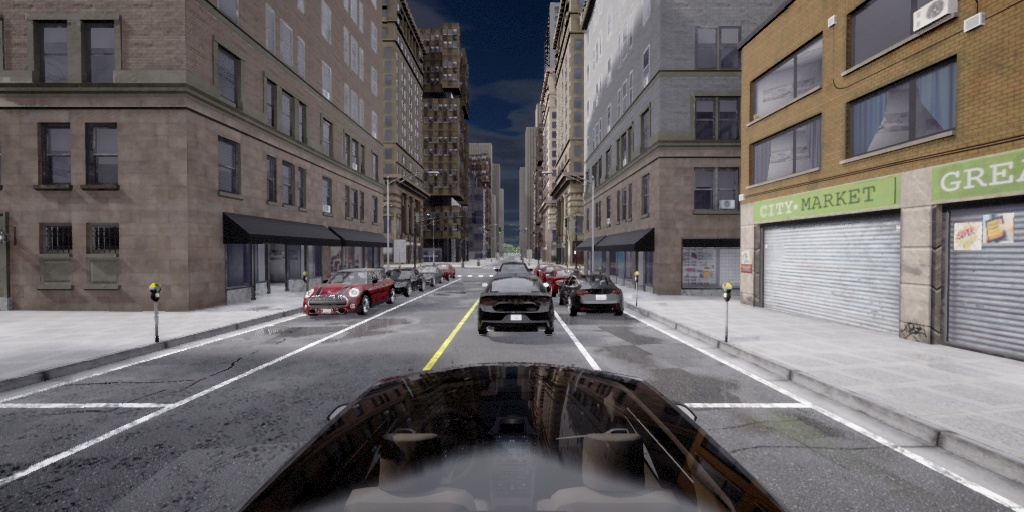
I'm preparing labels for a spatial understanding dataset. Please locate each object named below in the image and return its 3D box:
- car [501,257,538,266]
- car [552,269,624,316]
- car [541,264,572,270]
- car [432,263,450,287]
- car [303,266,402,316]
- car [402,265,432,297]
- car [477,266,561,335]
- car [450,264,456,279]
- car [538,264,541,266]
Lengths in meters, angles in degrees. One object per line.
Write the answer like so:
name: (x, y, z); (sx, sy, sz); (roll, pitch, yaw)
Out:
car: (0.105, 1.099, 20.014); (2.097, 1.767, 4.553); (0, 0, 0)
car: (2.764, 1.314, 13.146); (1.948, 1.339, 4.313); (0, 0, 0)
car: (2.765, 1.293, 18.650); (1.888, 1.381, 4.507); (0, 0, 0)
car: (-5.759, 1.298, 24.158); (2.007, 1.370, 4.403); (0, 0, 0)
car: (-5.762, 1.188, 13.147); (1.967, 1.591, 4.097); (0, 0, 0)
car: (-5.761, 1.313, 18.653); (1.948, 1.339, 4.313); (0, 0, 0)
car: (0.100, 1.226, 10.526); (1.882, 1.535, 5.008); (0, 0, 0)
car: (-5.758, 1.293, 29.663); (1.888, 1.381, 4.507); (0, 0, 0)
car: (2.766, 1.293, 24.156); (1.888, 1.381, 4.507); (0, 0, 0)
